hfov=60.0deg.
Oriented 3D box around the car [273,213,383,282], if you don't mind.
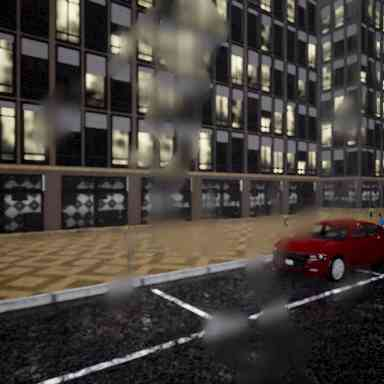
[{"bbox_3d":[4.251,1.483,9.588,4.507,1.381,1.887,0,1,-35],"label":"car"}]
